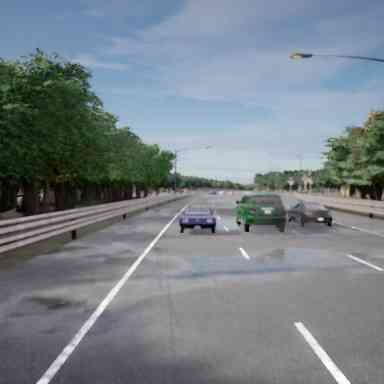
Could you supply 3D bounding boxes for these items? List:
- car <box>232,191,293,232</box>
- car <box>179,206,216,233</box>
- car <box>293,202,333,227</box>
[{"bbox_3d":[3.835,1.082,19.254,2.150,2.045,5.566,0,0,1],"label":"car"},{"bbox_3d":[0.325,1.462,18.792,1.895,1.301,4.718,0,0,1],"label":"car"},{"bbox_3d":[7.396,1.373,21.241,1.812,1.442,4.674,0,0,1],"label":"car"}]
